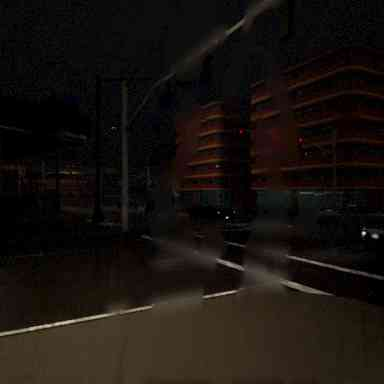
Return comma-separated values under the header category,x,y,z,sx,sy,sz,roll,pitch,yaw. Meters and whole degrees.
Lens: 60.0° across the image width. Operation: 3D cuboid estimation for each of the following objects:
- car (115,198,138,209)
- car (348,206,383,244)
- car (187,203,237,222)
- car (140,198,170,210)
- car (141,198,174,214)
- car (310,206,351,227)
category,x,y,z,sx,sy,sz,roll,pitch,yaw
car,-8.735,1.505,44.152,1.837,1.490,4.892,0,0,-31
car,9.381,1.491,14.390,4.902,1.511,2.128,0,0,-30
car,1.513,1.601,26.797,1.895,1.301,4.718,0,0,-31
car,-5.128,1.547,45.310,2.033,1.411,5.357,0,0,-31
car,-3.591,1.526,35.435,1.812,1.442,4.674,0,0,-30
car,10.387,1.601,22.062,4.718,1.301,1.895,0,0,8
